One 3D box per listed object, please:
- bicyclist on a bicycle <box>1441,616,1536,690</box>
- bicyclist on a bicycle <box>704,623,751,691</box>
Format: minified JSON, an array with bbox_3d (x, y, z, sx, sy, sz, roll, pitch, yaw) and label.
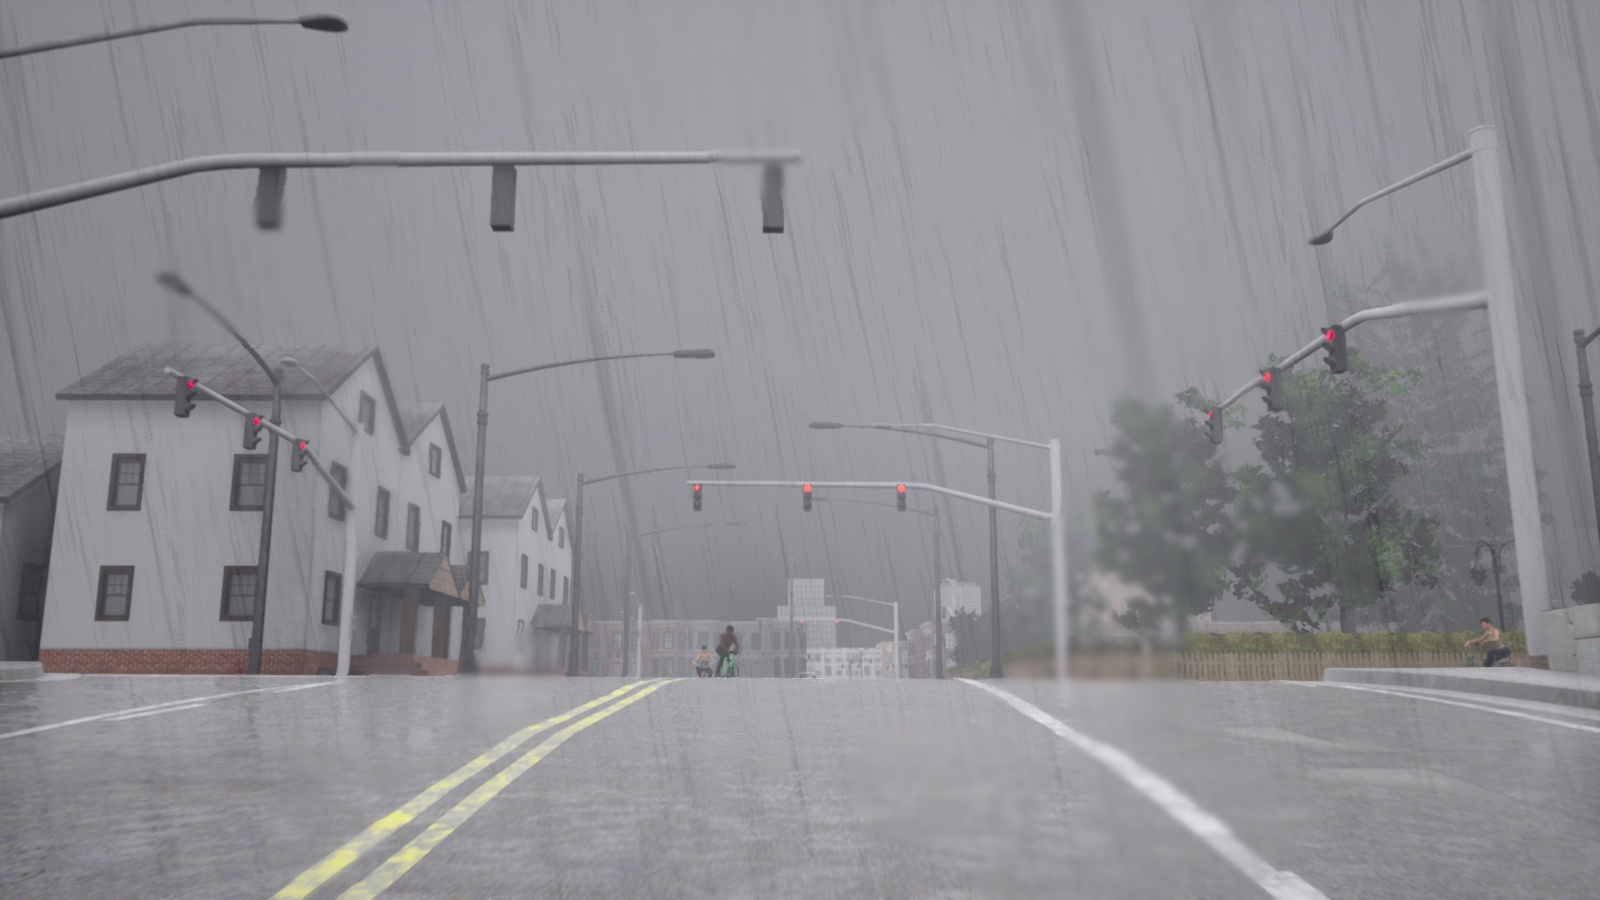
[{"bbox_3d":[15.456,4.577,28.240,1.509,1.612,0.866,0,-11,1],"label":"bicyclist on a bicycle"},{"bbox_3d":[-1.838,5.243,31.748,0.582,1.620,1.656,6,-13,-24],"label":"bicyclist on a bicycle"}]
